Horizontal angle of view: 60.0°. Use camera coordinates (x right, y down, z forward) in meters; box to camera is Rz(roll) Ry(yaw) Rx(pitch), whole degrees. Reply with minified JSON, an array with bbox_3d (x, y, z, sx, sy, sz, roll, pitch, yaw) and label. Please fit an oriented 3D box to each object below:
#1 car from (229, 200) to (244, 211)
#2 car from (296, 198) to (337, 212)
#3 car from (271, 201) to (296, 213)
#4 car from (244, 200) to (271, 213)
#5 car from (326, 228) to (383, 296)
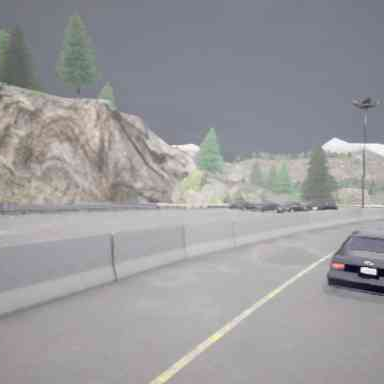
[{"bbox_3d":[6.840,1.775,44.636,1.994,1.385,4.181,2,0,44],"label":"car"},{"bbox_3d":[14.320,1.752,37.262,2.150,2.045,5.566,2,0,44],"label":"car"},{"bbox_3d":[11.836,1.896,39.734,1.837,1.490,4.892,2,0,44],"label":"car"},{"bbox_3d":[9.339,1.815,42.185,2.033,1.411,5.357,2,0,44],"label":"car"},{"bbox_3d":[4.997,1.704,8.889,2.033,1.411,5.357,2,0,34],"label":"car"}]
